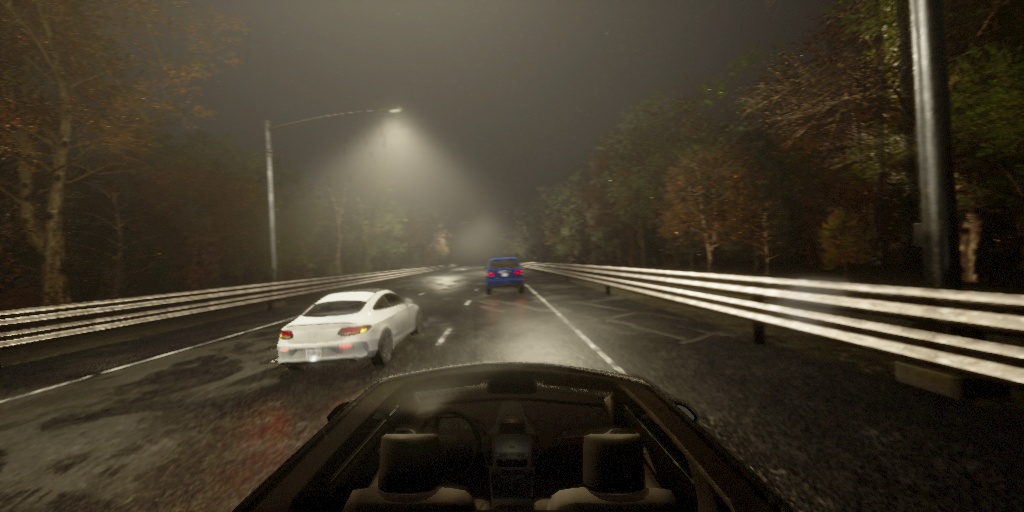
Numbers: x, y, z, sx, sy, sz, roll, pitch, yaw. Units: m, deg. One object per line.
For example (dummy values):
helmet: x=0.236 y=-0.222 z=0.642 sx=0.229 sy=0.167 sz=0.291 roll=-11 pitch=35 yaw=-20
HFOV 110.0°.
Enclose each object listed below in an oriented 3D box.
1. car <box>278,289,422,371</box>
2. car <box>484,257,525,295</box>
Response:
car: x=-3.436 y=1.501 z=8.377 sx=1.812 sy=1.442 sz=4.674 roll=-3 pitch=0 yaw=-2
car: x=-0.483 y=1.138 z=21.875 sx=2.150 sy=2.045 sz=5.566 roll=-3 pitch=-1 yaw=-2
